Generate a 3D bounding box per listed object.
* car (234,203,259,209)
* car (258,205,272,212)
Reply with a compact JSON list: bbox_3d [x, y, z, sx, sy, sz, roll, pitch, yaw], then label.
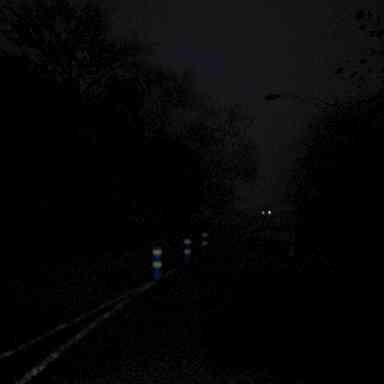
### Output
[{"bbox_3d":[15.331,4.192,93.107,5.366,1.575,1.946,0,-3,16],"label":"car"},{"bbox_3d":[15.660,3.376,69.617,2.033,1.411,5.357,0,-2,16],"label":"car"}]
